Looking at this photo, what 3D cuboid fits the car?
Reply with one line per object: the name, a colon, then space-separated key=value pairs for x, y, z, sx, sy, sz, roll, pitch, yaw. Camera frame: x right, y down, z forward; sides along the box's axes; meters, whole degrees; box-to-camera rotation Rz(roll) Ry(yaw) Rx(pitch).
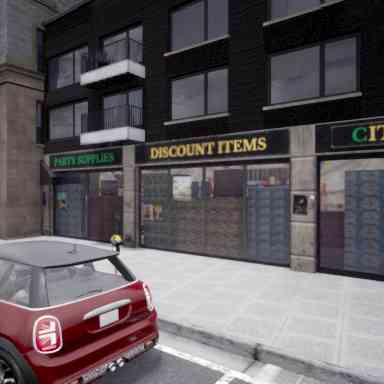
car: x=-2.509 y=1.440 z=4.872 sx=4.097 sy=1.590 sz=1.967 roll=0 pitch=0 yaw=36
